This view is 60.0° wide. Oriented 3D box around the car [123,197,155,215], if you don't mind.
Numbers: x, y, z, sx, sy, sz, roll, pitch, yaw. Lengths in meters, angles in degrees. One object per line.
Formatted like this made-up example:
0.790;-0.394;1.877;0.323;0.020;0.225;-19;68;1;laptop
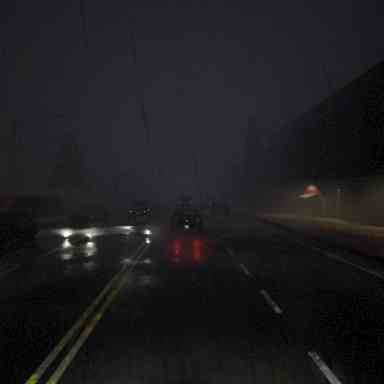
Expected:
-4.106;1.380;27.230;1.837;1.490;4.892;0;0;-1;car

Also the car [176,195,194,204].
-0.880;1.443;43.243;2.150;2.045;5.566;0;0;-2;car

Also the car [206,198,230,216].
2.780;1.633;34.363;1.882;1.535;5.008;0;0;-1;car

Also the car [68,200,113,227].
-7.638;1.650;24.888;1.882;1.535;5.008;0;0;-1;car

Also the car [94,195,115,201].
-23.596;1.755;91.520;4.605;1.855;1.932;0;0;-1;car

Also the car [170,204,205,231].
-0.362;1.710;21.277;1.895;1.301;4.718;0;0;-1;car

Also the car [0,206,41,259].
-7.346;1.458;12.046;2.097;1.767;4.553;0;0;-2;car

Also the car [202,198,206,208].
2.477;1.565;45.842;2.097;1.767;4.553;0;0;-1;car
